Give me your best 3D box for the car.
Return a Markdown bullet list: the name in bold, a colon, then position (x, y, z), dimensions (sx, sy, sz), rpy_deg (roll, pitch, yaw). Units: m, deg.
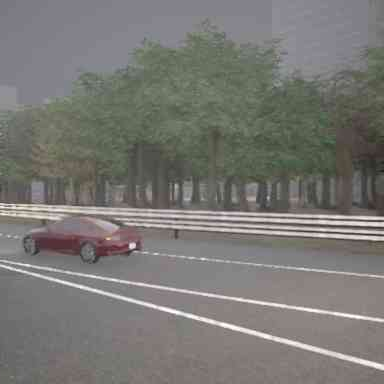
- **car**: position (-3.881, 1.535, 11.670), dimensions (4.674, 1.442, 1.812), rpy_deg (0, 0, 30)
